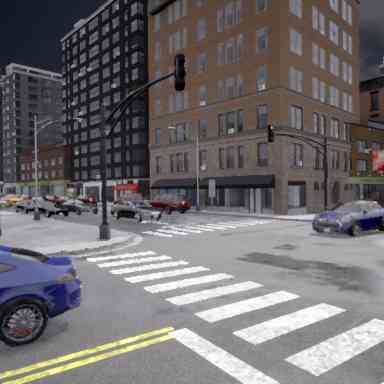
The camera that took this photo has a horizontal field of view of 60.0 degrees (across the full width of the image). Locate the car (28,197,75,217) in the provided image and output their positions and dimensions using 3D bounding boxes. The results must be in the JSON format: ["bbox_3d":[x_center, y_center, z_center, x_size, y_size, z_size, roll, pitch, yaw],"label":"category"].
[{"bbox_3d":[-12.405,1.418,29.188,1.947,1.339,4.313,0,1,-44],"label":"car"}]

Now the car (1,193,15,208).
[{"bbox_3d":[-23.799,1.248,40.912,1.752,1.417,4.829,0,1,-44],"label":"car"}]

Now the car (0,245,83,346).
[{"bbox_3d":[-4.016,1.525,4.811,4.674,1.442,1.812,0,0,-36],"label":"car"}]

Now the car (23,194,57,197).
[{"bbox_3d":[-17.536,1.258,38.424,1.812,1.442,4.674,-1,1,-44],"label":"car"}]

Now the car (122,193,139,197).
[{"bbox_3d":[-6.296,1.045,35.132,2.192,1.841,5.009,0,1,-44],"label":"car"}]

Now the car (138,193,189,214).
[{"bbox_3d":[-2.457,1.087,31.182,2.192,1.841,5.009,0,1,-44],"label":"car"}]

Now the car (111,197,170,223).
[{"bbox_3d":[-4.187,1.372,24.677,2.128,1.511,4.902,-1,1,-44],"label":"car"}]

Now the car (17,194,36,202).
[{"bbox_3d":[-29.327,1.044,58.832,1.802,1.307,4.206,0,1,-44],"label":"car"}]

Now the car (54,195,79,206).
[{"bbox_3d":[-17.812,1.181,46.983,1.802,1.307,4.206,0,1,-44],"label":"car"}]

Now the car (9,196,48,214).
[{"bbox_3d":[-16.243,1.375,33.137,1.947,1.339,4.313,0,1,-44],"label":"car"}]

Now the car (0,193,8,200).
[{"bbox_3d":[-40.842,0.886,70.681,1.947,1.339,4.313,0,1,-44],"label":"car"}]

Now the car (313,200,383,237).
[{"bbox_3d":[8.488,1.273,17.744,4.553,1.767,2.097,-1,1,-36],"label":"car"}]

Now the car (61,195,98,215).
[{"bbox_3d":[-10.606,1.336,31.280,1.812,1.442,4.674,-1,1,-44],"label":"car"}]

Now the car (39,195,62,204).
[{"bbox_3d":[-21.650,1.136,50.933,1.802,1.307,4.206,0,1,-44],"label":"car"}]
